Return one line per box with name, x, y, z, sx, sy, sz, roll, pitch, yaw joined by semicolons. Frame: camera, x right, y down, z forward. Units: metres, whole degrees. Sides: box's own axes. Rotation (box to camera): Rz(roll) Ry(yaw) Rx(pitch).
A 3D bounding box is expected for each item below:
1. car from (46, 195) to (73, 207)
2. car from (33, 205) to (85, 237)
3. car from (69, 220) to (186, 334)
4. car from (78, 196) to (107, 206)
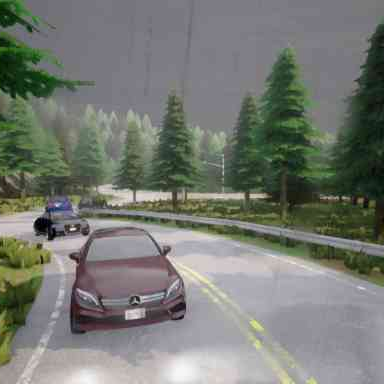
car;-12.834;1.323;32.222;2.150;2.045;5.566;-1;0;-18
car;-7.039;1.662;17.762;1.994;1.385;4.181;-4;2;-38
car;-1.515;1.522;7.060;1.812;1.442;4.674;-2;0;-17
car;-12.682;1.284;42.809;2.097;1.767;4.553;2;2;13
